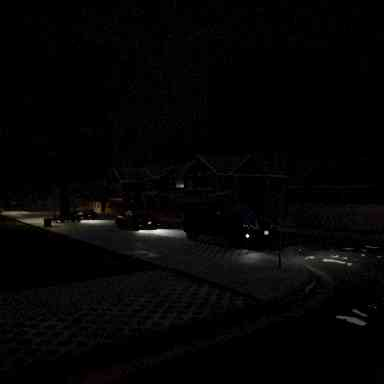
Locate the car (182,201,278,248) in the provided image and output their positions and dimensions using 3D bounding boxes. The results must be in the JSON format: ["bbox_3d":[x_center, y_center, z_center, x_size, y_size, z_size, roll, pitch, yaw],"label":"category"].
[{"bbox_3d":[1.663,1.493,16.842,2.150,2.045,5.566,0,-1,-35],"label":"car"}]

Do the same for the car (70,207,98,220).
[{"bbox_3d":[-11.544,2.281,35.355,1.994,1.385,4.181,0,-1,-35],"label":"car"}]

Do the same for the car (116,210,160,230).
[{"bbox_3d":[-4.127,2.037,24.949,1.994,1.385,4.181,0,-1,-35],"label":"car"}]
